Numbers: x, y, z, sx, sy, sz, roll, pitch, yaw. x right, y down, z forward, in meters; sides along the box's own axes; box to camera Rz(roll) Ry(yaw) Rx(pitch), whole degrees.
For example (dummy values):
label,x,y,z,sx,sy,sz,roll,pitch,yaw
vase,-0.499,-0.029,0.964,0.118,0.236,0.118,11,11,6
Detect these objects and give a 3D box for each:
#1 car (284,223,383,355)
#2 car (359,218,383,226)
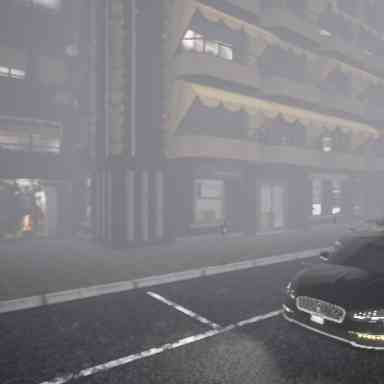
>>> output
label,x,y,z,sx,sy,sz,roll,pitch,yaw
car,3.713,1.517,6.025,4.892,1.490,1.837,0,0,-36
car,6.601,1.572,11.272,4.403,1.369,2.008,0,0,-36
